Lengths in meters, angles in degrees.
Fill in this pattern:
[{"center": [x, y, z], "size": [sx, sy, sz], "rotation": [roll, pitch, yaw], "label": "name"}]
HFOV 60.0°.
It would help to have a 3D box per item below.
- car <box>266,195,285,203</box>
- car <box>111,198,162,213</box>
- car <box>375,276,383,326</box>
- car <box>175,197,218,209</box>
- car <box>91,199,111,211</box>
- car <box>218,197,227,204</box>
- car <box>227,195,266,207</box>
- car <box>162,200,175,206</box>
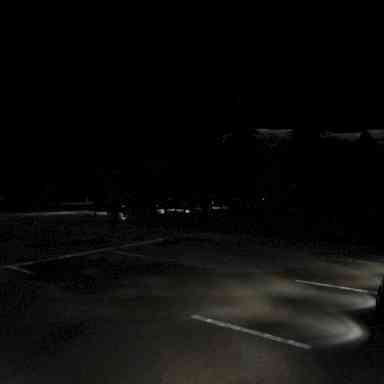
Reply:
[{"center": [12.810, 1.278, 55.822], "size": [4.553, 1.767, 2.097], "rotation": [0, 0, -28], "label": "car"}, {"center": [-6.013, 1.414, 36.491], "size": [1.837, 1.490, 4.892], "rotation": [0, 0, 43], "label": "car"}, {"center": [5.138, 1.352, 4.578], "size": [4.553, 1.767, 2.097], "rotation": [0, 0, 36], "label": "car"}, {"center": [0.639, 1.421, 42.977], "size": [4.892, 1.490, 1.837], "rotation": [0, 0, -41], "label": "car"}, {"center": [-9.170, 1.494, 38.299], "size": [1.895, 1.301, 4.718], "rotation": [0, 0, 43], "label": "car"}, {"center": [4.694, 1.458, 50.760], "size": [5.357, 1.411, 2.033], "rotation": [0, 0, -37], "label": "car"}, {"center": [8.026, 1.419, 48.705], "size": [4.902, 1.511, 2.128], "rotation": [0, 0, -35], "label": "car"}, {"center": [-2.711, 1.425, 44.668], "size": [4.674, 1.442, 1.812], "rotation": [0, 0, -42], "label": "car"}]
